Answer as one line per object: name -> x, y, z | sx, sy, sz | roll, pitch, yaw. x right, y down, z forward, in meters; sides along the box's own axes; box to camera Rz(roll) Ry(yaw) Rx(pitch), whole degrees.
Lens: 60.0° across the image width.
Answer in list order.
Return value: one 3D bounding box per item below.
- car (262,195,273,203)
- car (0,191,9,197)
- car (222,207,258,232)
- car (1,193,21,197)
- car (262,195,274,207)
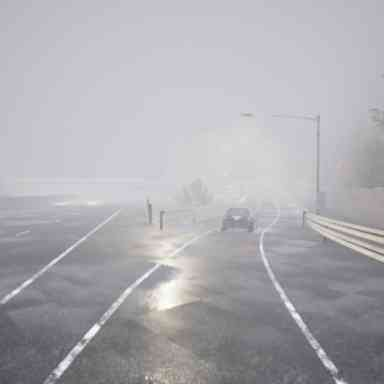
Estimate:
car -> 15.669, 1.373, 69.050 | 1.895, 1.301, 4.718 | 1, 4, 11
car -> -34.291, 0.910, 59.349 | 2.150, 2.045, 5.566 | 0, 0, -8
car -> 3.567, 1.839, 24.077 | 2.097, 1.767, 4.553 | 1, -1, 16
car -> -30.482, 1.283, 57.339 | 1.994, 1.385, 4.181 | 0, 0, -8
car -> 13.539, 1.900, 59.144 | 1.812, 1.442, 4.674 | 1, 2, 12
